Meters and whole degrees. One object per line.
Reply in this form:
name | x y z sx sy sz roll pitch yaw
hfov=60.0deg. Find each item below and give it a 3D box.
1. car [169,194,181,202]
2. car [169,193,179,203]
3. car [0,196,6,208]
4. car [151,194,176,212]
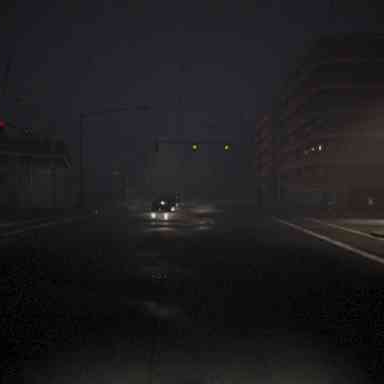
car | -3.294 1.048 64.711 2.033 1.411 5.357 0 0 0
car | -3.186 1.135 44.361 1.882 1.535 5.008 0 0 0
car | -24.020 1.151 38.971 3.806 1.475 1.970 0 0 1
car | -3.121 1.278 34.785 2.033 1.411 5.357 0 0 0
